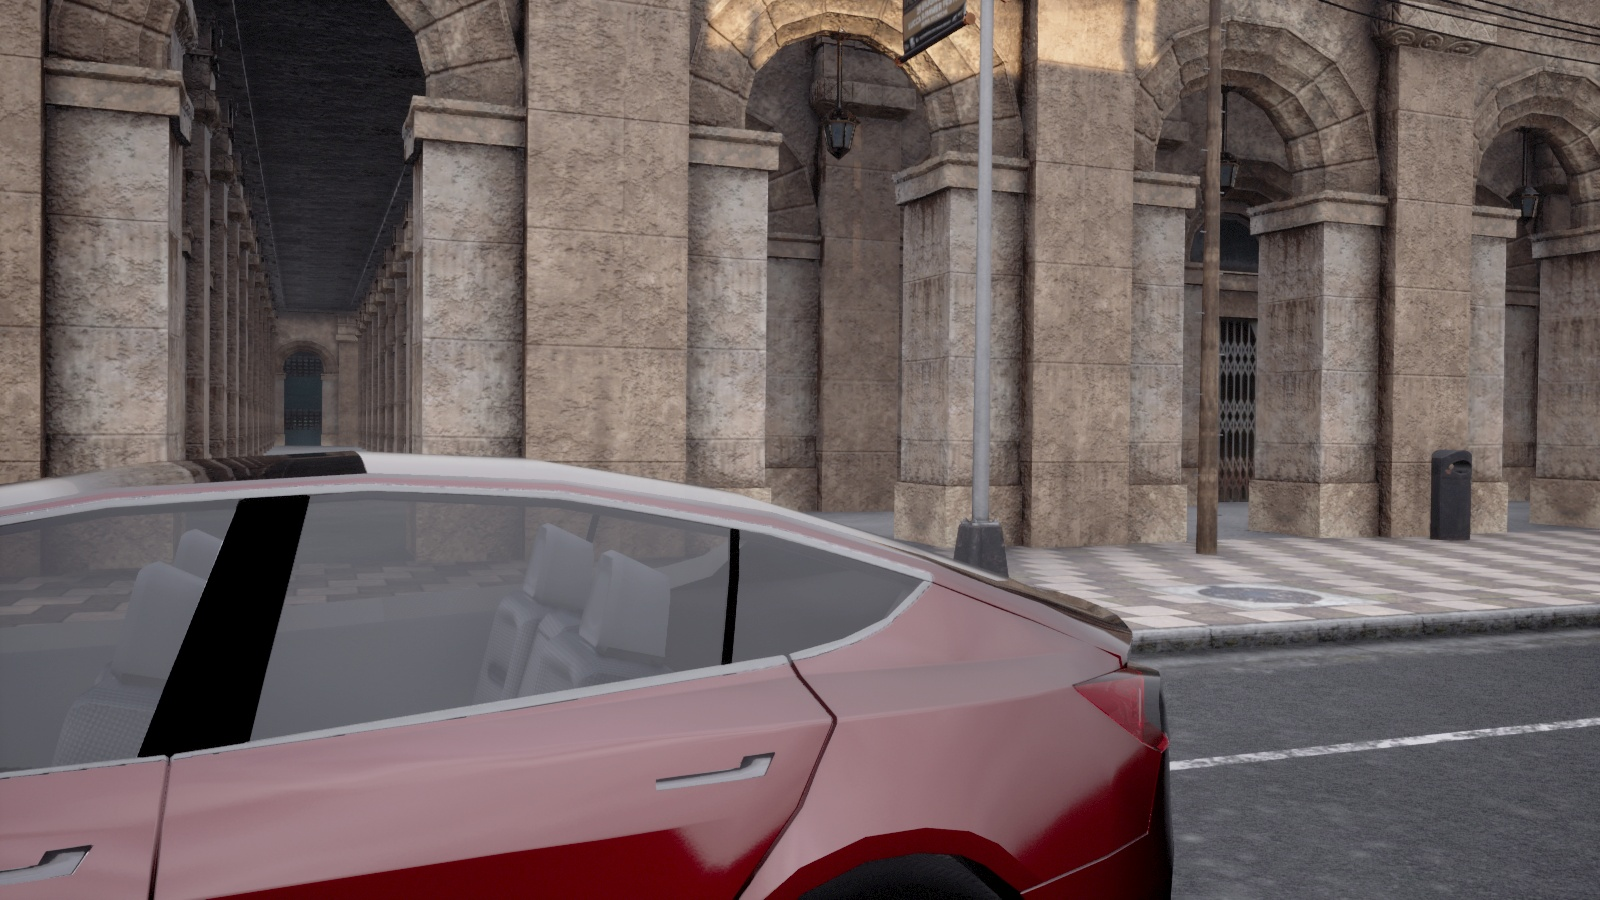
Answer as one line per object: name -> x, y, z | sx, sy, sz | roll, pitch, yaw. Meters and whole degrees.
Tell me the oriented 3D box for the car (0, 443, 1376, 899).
car -> -1.450, 0.769, 2.707 | 4.792, 1.488, 2.163 | -1, 1, -21
